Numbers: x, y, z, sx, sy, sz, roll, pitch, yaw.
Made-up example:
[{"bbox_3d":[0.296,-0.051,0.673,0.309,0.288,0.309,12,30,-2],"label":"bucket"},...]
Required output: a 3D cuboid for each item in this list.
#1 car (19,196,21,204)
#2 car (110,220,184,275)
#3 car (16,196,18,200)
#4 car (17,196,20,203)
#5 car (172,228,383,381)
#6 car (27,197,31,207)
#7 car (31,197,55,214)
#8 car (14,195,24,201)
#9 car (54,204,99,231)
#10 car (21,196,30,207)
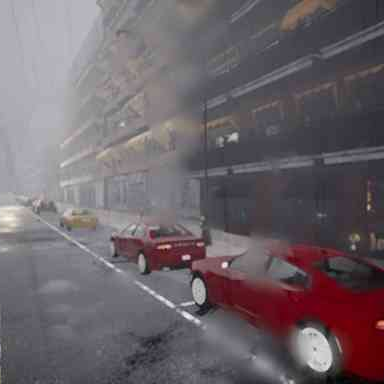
[{"bbox_3d":[-26.800,1.562,54.676,1.887,1.381,4.507,1,0,-30],"label":"car"},{"bbox_3d":[-1.263,1.550,10.487,1.887,1.381,4.507,1,0,-30],"label":"car"},{"bbox_3d":[-32.475,1.566,64.495,2.008,1.369,4.403,1,0,-30],"label":"car"},{"bbox_3d":[-29.638,1.567,59.585,2.008,1.369,4.403,1,0,-30],"label":"car"},{"bbox_3d":[1.575,1.547,5.577,1.887,1.381,4.507,1,0,-30],"label":"car"},{"bbox_3d":[-18.288,1.600,39.948,1.802,1.307,4.206,1,0,-30],"label":"car"},{"bbox_3d":[-15.449,1.458,35.038,1.967,1.590,4.097,1,0,-30],"label":"car"},{"bbox_3d":[-43.825,1.550,84.134,1.887,1.381,4.507,1,0,-30],"label":"car"},{"bbox_3d":[-7.022,1.538,20.455,1.752,1.417,4.829,1,0,-30],"label":"car"},{"bbox_3d":[-23.961,1.458,49.766,1.967,1.590,4.097,1,0,-30],"label":"car"}]
